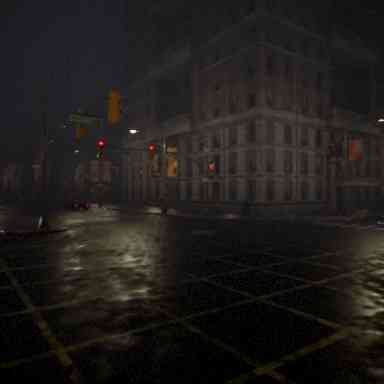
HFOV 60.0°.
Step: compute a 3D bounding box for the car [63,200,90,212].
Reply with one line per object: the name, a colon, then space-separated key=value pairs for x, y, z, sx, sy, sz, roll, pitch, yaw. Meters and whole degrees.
car: x=-13.572 y=1.593 z=38.867 sx=1.895 sy=1.301 sz=4.718 roll=0 pitch=0 yaw=-35
